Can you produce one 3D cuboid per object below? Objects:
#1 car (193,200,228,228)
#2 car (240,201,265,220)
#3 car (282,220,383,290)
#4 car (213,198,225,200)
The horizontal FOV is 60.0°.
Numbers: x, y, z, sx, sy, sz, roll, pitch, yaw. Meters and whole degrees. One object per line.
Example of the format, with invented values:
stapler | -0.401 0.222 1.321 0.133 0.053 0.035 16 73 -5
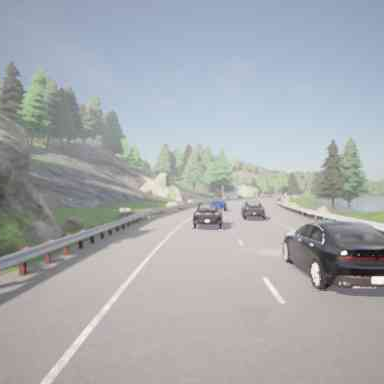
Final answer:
car | 1.099 1.516 22.145 2.128 1.511 4.902 0 0 5
car | 5.266 1.530 29.026 2.128 1.511 4.902 0 0 6
car | 3.822 1.520 9.067 1.837 1.490 4.892 0 0 2
car | 3.403 1.526 41.742 1.882 1.535 5.008 0 0 9
